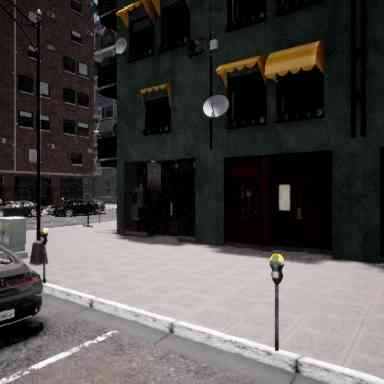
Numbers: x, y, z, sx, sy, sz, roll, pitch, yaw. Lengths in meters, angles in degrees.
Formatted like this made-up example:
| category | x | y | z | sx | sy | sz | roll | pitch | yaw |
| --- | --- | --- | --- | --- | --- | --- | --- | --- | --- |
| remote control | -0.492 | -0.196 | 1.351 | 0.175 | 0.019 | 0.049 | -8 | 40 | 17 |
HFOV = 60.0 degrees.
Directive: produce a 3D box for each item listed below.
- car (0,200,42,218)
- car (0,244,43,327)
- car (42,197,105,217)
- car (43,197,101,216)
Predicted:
| category | x | y | z | sx | sy | sz | roll | pitch | yaw |
| --- | --- | --- | --- | --- | --- | --- | --- | --- | --- |
| car | -13.987 | 1.350 | 26.115 | 2.008 | 1.369 | 4.403 | 1 | 1 | 35 |
| car | -4.472 | 1.551 | 6.082 | 4.403 | 1.369 | 2.008 | 0 | 0 | 36 |
| car | -9.566 | 1.249 | 27.926 | 1.837 | 1.490 | 4.892 | 0 | 1 | 35 |
| car | -10.887 | 1.250 | 30.533 | 1.752 | 1.417 | 4.829 | 1 | 1 | 35 |
